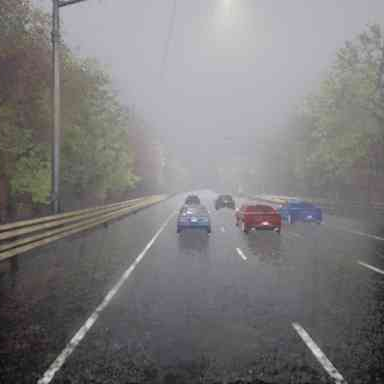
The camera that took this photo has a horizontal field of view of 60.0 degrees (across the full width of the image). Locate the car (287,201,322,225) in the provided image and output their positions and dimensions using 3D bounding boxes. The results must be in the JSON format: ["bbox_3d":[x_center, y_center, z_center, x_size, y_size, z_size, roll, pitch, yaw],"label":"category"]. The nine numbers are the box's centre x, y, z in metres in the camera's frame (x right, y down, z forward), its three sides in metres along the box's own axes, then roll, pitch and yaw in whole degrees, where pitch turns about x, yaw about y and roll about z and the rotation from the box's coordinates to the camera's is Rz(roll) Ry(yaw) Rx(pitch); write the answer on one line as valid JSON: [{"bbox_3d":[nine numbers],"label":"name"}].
[{"bbox_3d":[7.101,1.322,22.559,1.882,1.535,5.008,0,1,0],"label":"car"}]

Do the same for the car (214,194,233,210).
[{"bbox_3d":[3.600,1.045,37.616,2.097,1.767,4.553,0,1,0],"label":"car"}]

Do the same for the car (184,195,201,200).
[{"bbox_3d":[0.102,1.149,42.570,1.837,1.490,4.892,0,1,0],"label":"car"}]

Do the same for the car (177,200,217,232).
[{"bbox_3d":[0.101,1.428,19.019,2.033,1.411,5.357,0,1,0],"label":"car"}]

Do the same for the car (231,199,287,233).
[{"bbox_3d":[3.599,1.360,18.787,1.882,1.535,5.008,0,1,0],"label":"car"}]
